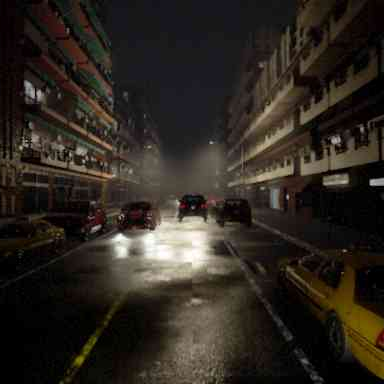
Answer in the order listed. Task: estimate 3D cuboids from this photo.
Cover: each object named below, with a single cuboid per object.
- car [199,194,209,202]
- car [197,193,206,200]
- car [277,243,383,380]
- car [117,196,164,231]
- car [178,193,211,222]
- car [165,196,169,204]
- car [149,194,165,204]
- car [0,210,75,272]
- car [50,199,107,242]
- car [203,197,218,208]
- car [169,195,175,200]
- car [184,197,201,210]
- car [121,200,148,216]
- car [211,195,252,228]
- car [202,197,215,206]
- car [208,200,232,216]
[{"bbox_3d":[2.683,1.303,77.838,2.192,1.841,5.009,1,0,0],"label":"car"},{"bbox_3d":[2.679,1.305,94.541,2.192,1.841,5.009,1,0,0],"label":"car"},{"bbox_3d":[2.700,1.523,5.625,1.752,1.417,4.829,1,0,0],"label":"car"},{"bbox_3d":[-3.105,1.345,20.204,2.097,1.767,4.553,0,0,0],"label":"car"},{"bbox_3d":[0.090,1.213,26.566,2.150,2.045,5.566,0,0,0],"label":"car"},{"bbox_3d":[-5.696,1.570,61.165,1.802,1.307,4.206,1,0,0],"label":"car"},{"bbox_3d":[-5.690,1.303,50.029,2.192,1.841,5.009,1,0,0],"label":"car"},{"bbox_3d":[-5.682,1.521,10.884,1.752,1.417,4.829,1,0,0],"label":"car"},{"bbox_3d":[-5.681,1.309,16.622,2.192,1.841,5.009,1,0,0],"label":"car"},{"bbox_3d":[2.688,1.539,49.998,2.008,1.369,4.403,1,0,0],"label":"car"},{"bbox_3d":[-5.704,1.541,94.573,2.008,1.369,4.403,1,0,0],"label":"car"},{"bbox_3d":[0.089,1.479,44.245,2.128,1.511,4.902,0,0,0],"label":"car"},{"bbox_3d":[-5.689,1.556,33.326,1.947,1.339,4.313,1,0,0],"label":"car"},{"bbox_3d":[2.698,1.308,22.159,2.192,1.841,5.009,1,0,0],"label":"car"},{"bbox_3d":[2.686,1.554,55.566,1.947,1.339,4.313,1,0,0],"label":"car"},{"bbox_3d":[2.692,1.542,33.294,2.008,1.369,4.403,1,0,0],"label":"car"}]
